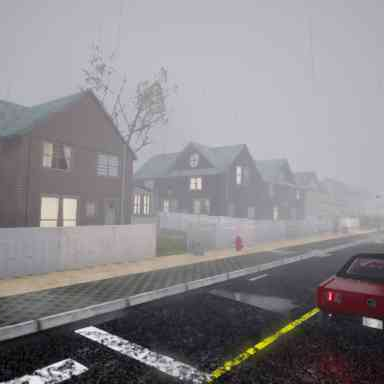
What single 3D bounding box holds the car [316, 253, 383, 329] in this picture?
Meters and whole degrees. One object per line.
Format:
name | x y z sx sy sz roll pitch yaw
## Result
car | 4.393 1.989 7.200 1.895 1.301 4.718 -1 -4 39
